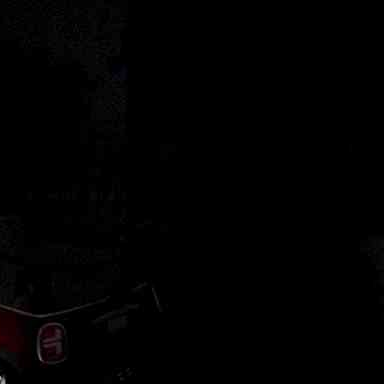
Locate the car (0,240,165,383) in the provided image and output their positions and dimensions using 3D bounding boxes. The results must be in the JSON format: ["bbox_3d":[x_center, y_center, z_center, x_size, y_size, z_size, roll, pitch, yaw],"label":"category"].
[{"bbox_3d":[-2.372,1.407,4.639,4.097,1.590,1.967,1,0,35],"label":"car"}]

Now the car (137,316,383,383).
[{"bbox_3d":[2.065,1.552,1.499,4.507,1.381,1.887,1,0,35],"label":"car"}]
